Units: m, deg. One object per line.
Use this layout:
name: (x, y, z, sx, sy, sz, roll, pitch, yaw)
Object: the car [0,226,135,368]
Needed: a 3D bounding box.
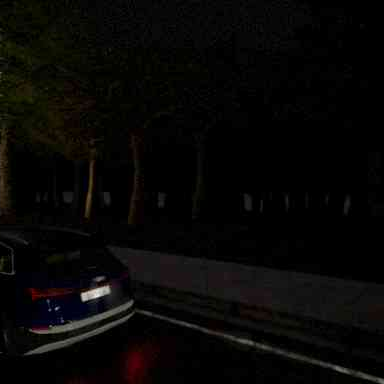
car: (-3.125, 1.424, 5.786, 4.856, 1.649, 2.033, 0, 0, 35)
